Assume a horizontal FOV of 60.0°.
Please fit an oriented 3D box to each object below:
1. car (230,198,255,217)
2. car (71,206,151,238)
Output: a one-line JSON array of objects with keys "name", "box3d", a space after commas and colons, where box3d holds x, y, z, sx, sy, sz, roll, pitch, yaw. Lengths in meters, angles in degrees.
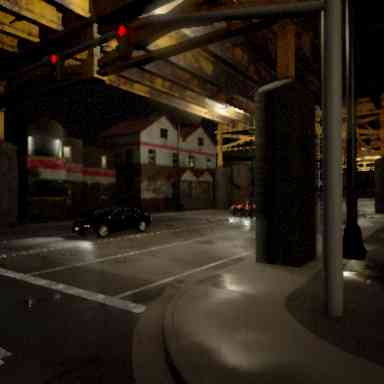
[{"name": "car", "box3d": [5.576, 1.435, 32.744, 2.097, 1.767, 4.553, 0, 0, 35]}, {"name": "car", "box3d": [-4.395, 1.593, 18.642, 1.837, 1.490, 4.892, 0, 0, 35]}]
